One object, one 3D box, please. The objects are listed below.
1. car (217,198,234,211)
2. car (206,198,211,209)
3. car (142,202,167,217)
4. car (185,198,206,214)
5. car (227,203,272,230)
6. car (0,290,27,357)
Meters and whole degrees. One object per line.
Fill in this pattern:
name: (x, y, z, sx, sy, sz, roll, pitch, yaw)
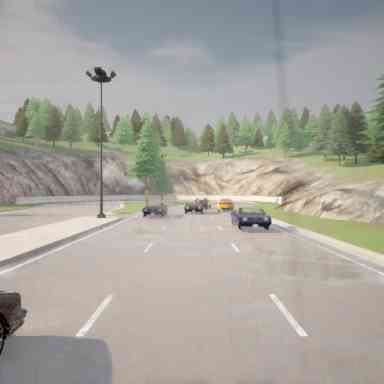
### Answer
car: (4.087, 1.478, 40.204, 1.882, 1.535, 5.008, 0, 0, 6)
car: (1.388, 1.491, 44.566, 2.128, 1.511, 4.902, 0, 0, 12)
car: (-3.374, 1.601, 31.209, 1.895, 1.301, 4.718, 0, 0, 1)
car: (0.254, 1.601, 35.366, 1.895, 1.301, 4.718, 0, 0, 2)
car: (3.594, 1.601, 21.118, 1.895, 1.301, 4.718, 0, 0, 0)
car: (-3.399, 1.547, 2.530, 2.033, 1.411, 5.357, 0, 0, 0)
